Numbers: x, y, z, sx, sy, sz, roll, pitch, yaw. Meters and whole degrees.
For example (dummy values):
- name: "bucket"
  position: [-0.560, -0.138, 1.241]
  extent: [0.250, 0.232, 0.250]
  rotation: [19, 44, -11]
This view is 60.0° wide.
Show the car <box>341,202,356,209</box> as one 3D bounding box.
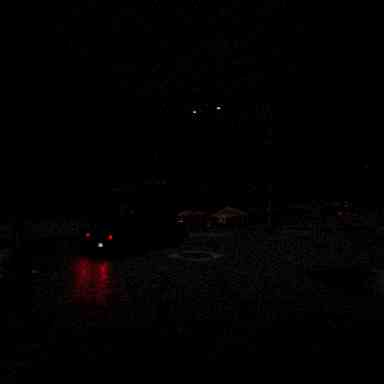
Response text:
- name: "car"
  position: [31.082, 2.576, 66.001]
  extent: [1.802, 1.307, 4.206]
  rotation: [-1, -1, 35]

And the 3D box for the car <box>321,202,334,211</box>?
- name: "car"
  position: [21.696, 2.319, 52.788]
  extent: [2.008, 1.369, 4.403]
  rotation: [-1, -1, 35]

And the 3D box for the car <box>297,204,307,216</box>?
- name: "car"
  position: [12.310, 2.092, 39.575]
  extent: [2.008, 1.369, 4.403]
  rotation: [-1, -1, 35]

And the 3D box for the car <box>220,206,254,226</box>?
- name: "car"
  position: [2.826, 1.835, 26.223]
  extent: [1.752, 1.417, 4.829]
  rotation: [-1, -1, 35]

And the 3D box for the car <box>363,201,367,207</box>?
- name: "car"
  position: [40.467, 2.788, 79.213]
  extent: [1.947, 1.339, 4.313]
  rotation: [-1, -1, 35]

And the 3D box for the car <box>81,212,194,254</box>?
- name: "car"
  position: [-2.183, 1.746, 14.424]
  extent: [1.895, 1.301, 4.718]
  rotation: [0, -1, 35]

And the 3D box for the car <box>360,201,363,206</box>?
- name: "car"
  position: [34.210, 2.635, 70.405]
  extent: [1.947, 1.339, 4.313]
  rotation: [-1, -1, 35]

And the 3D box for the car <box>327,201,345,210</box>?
- name: "car"
  position: [24.726, 2.367, 57.054]
  extent: [1.752, 1.417, 4.829]
  rotation: [-1, -1, 35]

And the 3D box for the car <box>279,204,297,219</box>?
- name: "car"
  position: [9.181, 2.031, 35.170]
  extent: [1.947, 1.339, 4.313]
  rotation: [-1, -1, 35]

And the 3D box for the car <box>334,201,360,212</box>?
- name: "car"
  position: [23.928, 2.273, 51.188]
  extent: [2.128, 1.511, 4.902]
  rotation: [0, -1, 36]

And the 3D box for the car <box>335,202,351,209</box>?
- name: "car"
  position: [27.953, 2.485, 61.596]
  extent: [1.947, 1.339, 4.313]
  rotation: [-1, -1, 35]

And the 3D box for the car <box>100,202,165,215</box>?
- name: "car"
  position: [-3.333, 1.473, 17.557]
  extent: [2.192, 1.841, 5.009]
  rotation: [-1, -1, 35]

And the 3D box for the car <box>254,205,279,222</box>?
- name: "car"
  position: [6.053, 1.954, 30.766]
  extent: [1.947, 1.339, 4.313]
  rotation: [-1, -1, 35]

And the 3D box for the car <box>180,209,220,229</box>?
- name: "car"
  position: [-0.205, 1.817, 21.956]
  extent: [1.802, 1.307, 4.206]
  rotation: [-1, -1, 35]
